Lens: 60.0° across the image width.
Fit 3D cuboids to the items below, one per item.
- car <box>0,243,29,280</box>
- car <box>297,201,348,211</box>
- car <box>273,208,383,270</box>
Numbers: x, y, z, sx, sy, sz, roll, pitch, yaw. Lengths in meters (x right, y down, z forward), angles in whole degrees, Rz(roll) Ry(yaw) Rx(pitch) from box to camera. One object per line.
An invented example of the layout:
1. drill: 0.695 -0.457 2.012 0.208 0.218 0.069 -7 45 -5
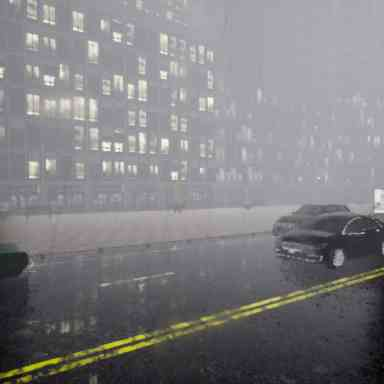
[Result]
1. car: -6.253 1.602 7.181 4.718 1.301 1.895 0 0 -35
2. car: 5.966 1.341 15.927 4.553 1.767 2.097 0 0 -35
3. car: 4.890 1.496 11.168 4.892 1.490 1.837 0 0 -36
